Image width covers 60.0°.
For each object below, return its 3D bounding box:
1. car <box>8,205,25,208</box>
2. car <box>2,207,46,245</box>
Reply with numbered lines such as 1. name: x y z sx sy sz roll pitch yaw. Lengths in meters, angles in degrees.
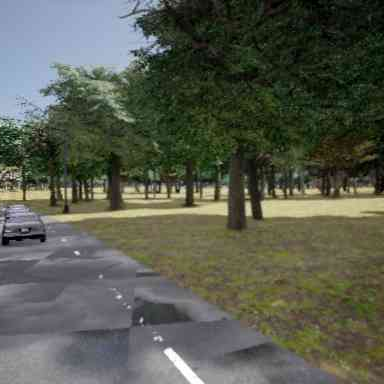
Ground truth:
1. car: -15.689 1.878 29.815 2.033 1.411 5.357 -1 0 -30
2. car: -8.499 1.746 16.849 2.033 1.411 5.357 -1 0 -28
